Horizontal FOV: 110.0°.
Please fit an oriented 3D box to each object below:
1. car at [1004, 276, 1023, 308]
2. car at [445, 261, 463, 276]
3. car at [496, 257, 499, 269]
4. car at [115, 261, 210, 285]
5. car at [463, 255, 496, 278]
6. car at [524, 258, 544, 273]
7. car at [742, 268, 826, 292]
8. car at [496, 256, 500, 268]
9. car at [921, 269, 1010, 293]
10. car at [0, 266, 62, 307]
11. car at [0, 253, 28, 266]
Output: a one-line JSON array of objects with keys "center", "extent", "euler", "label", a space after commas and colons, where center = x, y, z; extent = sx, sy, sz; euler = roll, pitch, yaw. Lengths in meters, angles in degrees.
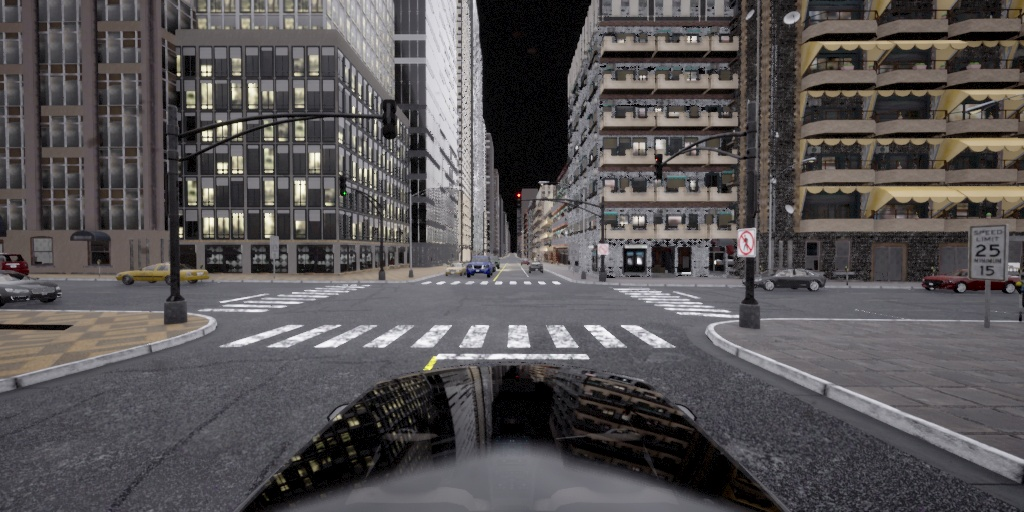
[{"center": [21.736, 1.576, 13.208], "extent": [4.313, 1.339, 1.948], "euler": [0, 0, 1], "label": "car"}, {"center": [-5.629, 1.265, 36.361], "extent": [1.751, 1.417, 4.829], "euler": [0, 0, 0], "label": "car"}, {"center": [-3.017, 1.216, 44.793], "extent": [1.882, 1.535, 5.008], "euler": [0, 0, 0], "label": "car"}, {"center": [-21.631, 1.029, 22.242], "extent": [4.829, 1.417, 1.751], "euler": [0, 0, 1], "label": "car"}, {"center": [-3.042, 0.962, 34.662], "extent": [2.150, 2.045, 5.566], "euler": [0, 0, 0], "label": "car"}, {"center": [2.762, 1.289, 42.170], "extent": [2.007, 1.370, 4.403], "euler": [0, 0, 0], "label": "car"}, {"center": [16.344, 1.375, 21.674], "extent": [4.403, 1.370, 2.007], "euler": [0, 0, 1], "label": "car"}, {"center": [-2.994, 0.957, 55.349], "extent": [2.150, 2.045, 5.566], "euler": [0, 0, 0], "label": "car"}, {"center": [27.409, 1.461, 21.499], "extent": [4.507, 1.381, 1.888], "euler": [0, 0, 1], "label": "car"}, {"center": [-20.265, 1.204, 13.905], "extent": [4.403, 1.370, 2.007], "euler": [0, 0, 1], "label": "car"}, {"center": [-33.577, 0.712, 22.468], "extent": [5.009, 1.841, 2.192], "euler": [0, 0, 1], "label": "car"}]
